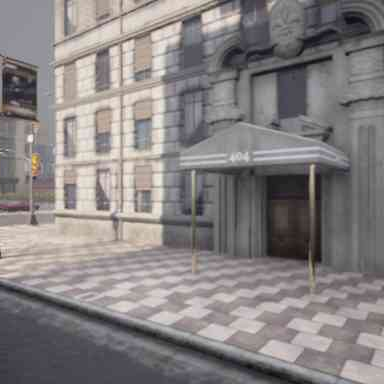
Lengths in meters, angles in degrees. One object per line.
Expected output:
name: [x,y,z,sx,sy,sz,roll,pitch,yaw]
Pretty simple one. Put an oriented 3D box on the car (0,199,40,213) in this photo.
car: [-20.127,1.703,38.039,1.895,1.301,4.718,0,0,36]
